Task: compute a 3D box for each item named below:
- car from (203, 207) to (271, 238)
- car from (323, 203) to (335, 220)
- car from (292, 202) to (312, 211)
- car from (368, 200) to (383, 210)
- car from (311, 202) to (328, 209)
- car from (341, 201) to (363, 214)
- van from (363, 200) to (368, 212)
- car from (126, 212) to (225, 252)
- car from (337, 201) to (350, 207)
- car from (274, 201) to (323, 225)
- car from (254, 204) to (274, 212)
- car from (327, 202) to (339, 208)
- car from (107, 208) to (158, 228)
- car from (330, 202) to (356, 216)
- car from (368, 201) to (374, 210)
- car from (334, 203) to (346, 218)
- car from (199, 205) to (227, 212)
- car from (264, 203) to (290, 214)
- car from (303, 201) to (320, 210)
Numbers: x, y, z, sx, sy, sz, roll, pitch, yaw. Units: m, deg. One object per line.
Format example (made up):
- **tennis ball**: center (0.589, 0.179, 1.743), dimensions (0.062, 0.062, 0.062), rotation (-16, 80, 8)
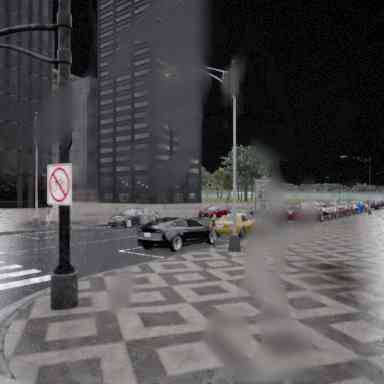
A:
- **car**: center (2.816, 1.824, 19.606), dimensions (1.752, 1.417, 4.829), rotation (-1, -2, 35)
- **car**: center (12.544, 2.114, 33.255), dimensions (1.887, 1.381, 4.507), rotation (-1, -2, 35)
- **car**: center (18.707, 2.494, 56.591), dimensions (2.008, 1.369, 4.403), rotation (-1, -2, 35)
- **car**: center (35.473, 2.539, 65.433), dimensions (2.192, 1.841, 5.009), rotation (-1, -2, 35)
- **car**: center (25.258, 2.673, 65.783), dimensions (1.887, 1.381, 4.507), rotation (-1, -2, 35)
- **car**: center (22.370, 2.294, 47.046), dimensions (1.967, 1.590, 4.097), rotation (-1, -2, 35)
- **van**: center (25.646, 2.289, 51.644), dimensions (1.690, 1.788, 3.998), rotation (-1, -2, 35)
- **car**: center (-0.557, 1.775, 14.872), dimensions (1.947, 1.339, 4.313), rotation (-1, -2, 35)
- **car**: center (38.360, 3.037, 84.166), dimensions (2.008, 1.369, 4.403), rotation (-1, -1, 35)
- **car**: center (9.268, 1.791, 28.665), dimensions (2.192, 1.841, 5.009), rotation (-1, -2, 35)
- **car**: center (8.881, 2.210, 42.804), dimensions (2.008, 1.369, 4.403), rotation (-1, -2, 35)
- **car**: center (31.809, 2.891, 74.974), dimensions (1.802, 1.307, 4.206), rotation (-1, -2, 35)
- **car**: center (-4.219, 1.842, 24.421), dimensions (2.008, 1.369, 4.403), rotation (-1, -1, 35)
- **car**: center (19.095, 2.304, 42.447), dimensions (1.887, 1.381, 4.507), rotation (-1, -2, 35)
- **car**: center (28.922, 2.592, 56.235), dimensions (2.008, 1.369, 4.403), rotation (-1, -2, 35)
- **car**: center (15.823, 2.246, 37.856), dimensions (1.802, 1.307, 4.206), rotation (-1, -2, 36)
- **car**: center (2.331, 2.016, 33.613), dimensions (1.887, 1.381, 4.507), rotation (-1, -2, 35)
- **car**: center (12.156, 2.305, 47.399), dimensions (2.008, 1.369, 4.403), rotation (-1, -2, 35)
- **car**: center (21.982, 2.476, 61.189), dimensions (1.967, 1.590, 4.097), rotation (-1, -2, 35)
